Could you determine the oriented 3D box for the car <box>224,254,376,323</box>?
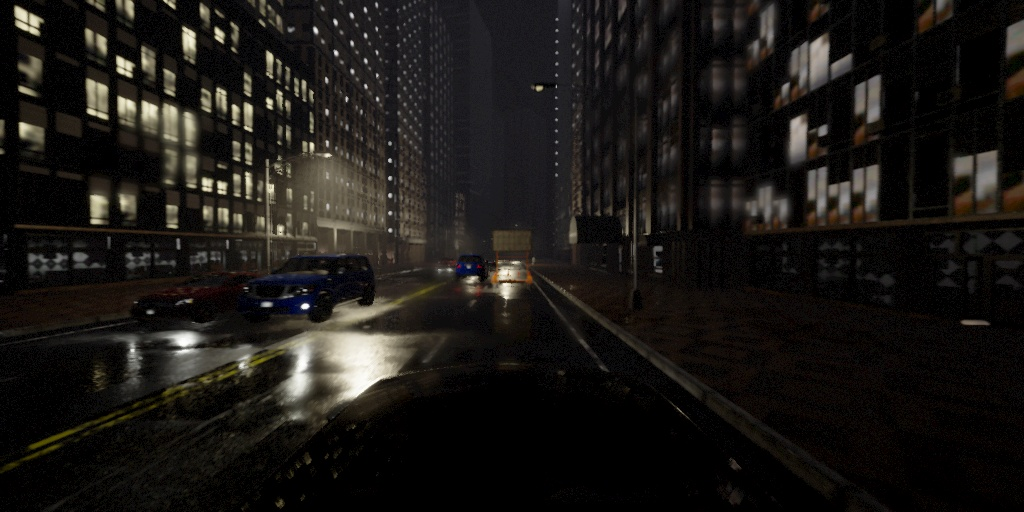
[{"bbox_3d":[-6.596,0.943,12.404,2.150,2.045,5.566,0,0,0],"label":"car"}]

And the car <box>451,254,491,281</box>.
[{"bbox_3d":[-3.141,0.896,28.738,2.150,2.045,5.566,0,0,0],"label":"car"}]

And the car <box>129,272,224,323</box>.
[{"bbox_3d":[-9.836,1.247,12.076,1.812,1.442,4.674,0,0,0],"label":"car"}]

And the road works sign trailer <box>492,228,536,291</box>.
[{"bbox_3d":[0.013,0.161,21.378,2.380,3.560,2.880,0,0,1],"label":"road works sign trailer"}]

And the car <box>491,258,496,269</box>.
[{"bbox_3d":[-3.130,1.100,53.455,2.128,1.511,4.902,0,0,0],"label":"car"}]

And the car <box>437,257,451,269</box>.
[{"bbox_3d":[-9.795,0.961,53.872,2.097,1.767,4.553,0,0,0],"label":"car"}]
